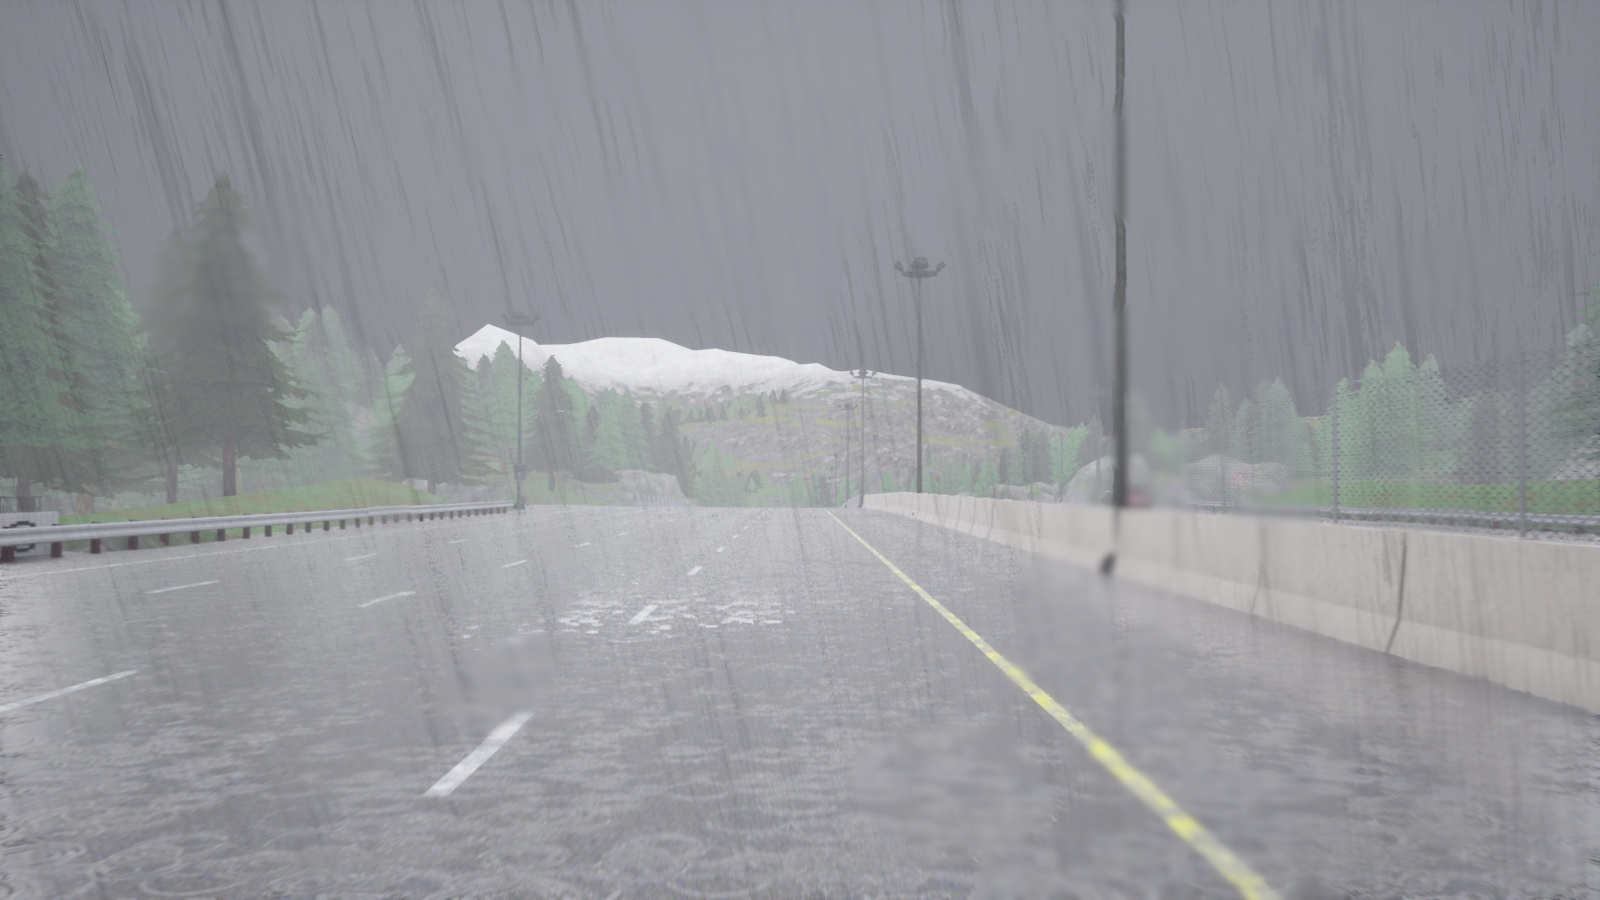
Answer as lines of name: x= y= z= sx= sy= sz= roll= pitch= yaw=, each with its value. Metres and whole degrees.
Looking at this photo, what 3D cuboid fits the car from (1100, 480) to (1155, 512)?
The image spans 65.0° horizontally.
car: x=17.340 y=2.426 z=66.592 sx=1.851 sy=1.617 sz=3.988 roll=0 pitch=-2 yaw=0
